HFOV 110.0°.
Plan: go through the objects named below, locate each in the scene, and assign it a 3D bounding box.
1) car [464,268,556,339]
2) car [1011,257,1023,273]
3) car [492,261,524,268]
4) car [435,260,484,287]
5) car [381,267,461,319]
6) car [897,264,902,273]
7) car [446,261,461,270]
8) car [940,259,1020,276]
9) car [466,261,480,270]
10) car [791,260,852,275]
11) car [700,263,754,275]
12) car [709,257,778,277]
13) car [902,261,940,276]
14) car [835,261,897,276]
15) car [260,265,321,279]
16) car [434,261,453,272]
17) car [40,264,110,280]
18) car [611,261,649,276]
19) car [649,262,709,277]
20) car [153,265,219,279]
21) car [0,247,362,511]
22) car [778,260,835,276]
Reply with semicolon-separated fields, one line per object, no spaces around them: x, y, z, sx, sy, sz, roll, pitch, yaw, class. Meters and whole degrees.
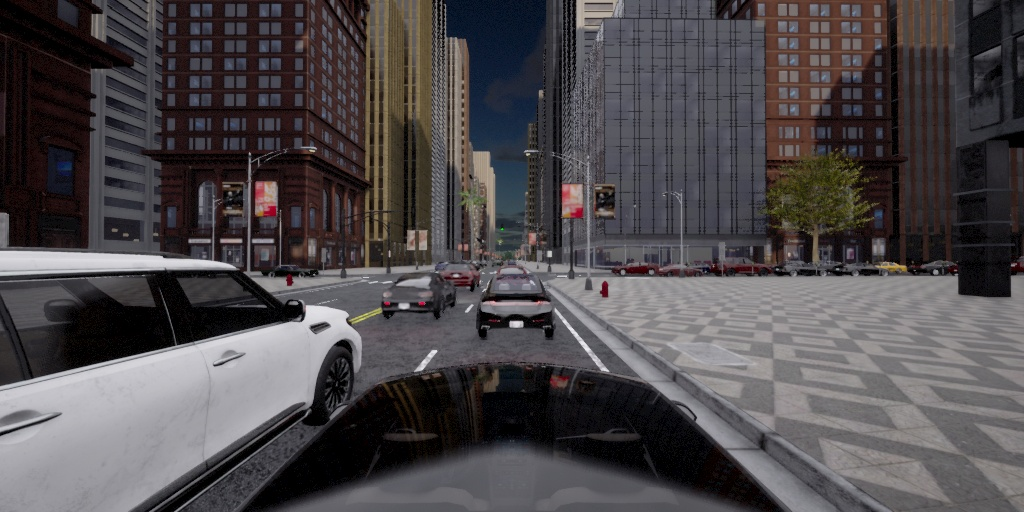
0.093;1.249;10.100;2.128;1.511;4.902;0;0;0;car
49.123;0.970;33.470;5.009;1.841;2.192;0;0;-1;car
-0.005;1.262;20.290;1.882;1.535;5.008;0;0;0;car
-3.163;1.145;22.460;2.097;1.767;4.553;0;0;0;car
-3.157;1.288;12.789;1.812;1.442;4.674;0;0;0;car
43.182;1.293;41.900;4.829;1.417;1.751;0;0;-1;car
-9.866;1.557;60.823;1.812;1.442;4.674;0;0;0;car
43.484;1.211;33.379;4.507;1.381;1.888;0;0;-1;car
-6.616;1.560;61.278;1.812;1.442;4.674;0;0;0;car
33.570;1.249;38.984;4.902;1.511;2.128;0;-1;-1;car
23.160;1.387;38.822;4.718;1.301;1.895;0;-1;-1;car
20.934;1.039;33.014;5.009;1.841;2.192;0;0;-1;car
42.832;1.204;35.994;4.892;1.490;1.837;0;-1;-1;car
32.208;1.258;33.196;4.313;1.339;1.948;0;0;-1;car
-21.477;1.523;34.923;4.718;1.301;1.895;0;-1;0;car
-9.871;1.495;51.901;1.812;1.442;4.674;0;0;0;car
-42.489;1.545;34.934;4.674;1.442;1.812;0;-1;0;car
13.243;1.297;38.675;5.008;1.535;1.882;0;-1;-2;car
15.296;1.326;32.922;4.207;1.307;1.802;0;0;-1;car
-31.642;1.570;34.926;4.718;1.301;1.895;0;-1;0;car
-3.155;0.972;2.584;2.150;2.045;5.566;0;0;0;car
26.571;1.274;33.105;4.313;1.339;1.948;0;0;-1;car
